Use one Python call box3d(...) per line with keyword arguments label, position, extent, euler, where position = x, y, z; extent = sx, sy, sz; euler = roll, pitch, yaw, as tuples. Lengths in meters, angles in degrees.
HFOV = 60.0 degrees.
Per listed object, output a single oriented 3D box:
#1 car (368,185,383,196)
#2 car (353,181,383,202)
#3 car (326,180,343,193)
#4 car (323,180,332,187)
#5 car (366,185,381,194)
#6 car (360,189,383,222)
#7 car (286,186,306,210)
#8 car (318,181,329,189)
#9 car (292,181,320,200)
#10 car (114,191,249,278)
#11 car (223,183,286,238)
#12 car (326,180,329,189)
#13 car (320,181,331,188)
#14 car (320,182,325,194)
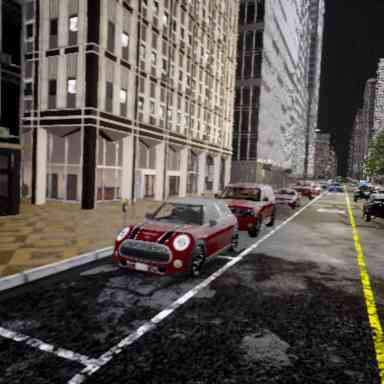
box3d(label="car", position=(28.558, -0.312, 51.532), extent=(1.887, 1.381, 4.507), euler=(4, 4, 24))
box3d(label="car", position=(17.424, 0.109, 33.359), extent=(2.097, 1.767, 4.553), euler=(4, 4, 25))
box3d(label="car", position=(22.877, -0.685, 52.765), extent=(1.882, 1.535, 5.008), euler=(4, 4, 24))
box3d(label="car", position=(35.028, -2.213, 85.965), extent=(1.967, 1.590, 4.097), euler=(5, 4, 24))
box3d(label="car", position=(30.903, -0.486, 56.695), extent=(1.802, 1.307, 4.206), euler=(5, 4, 24))
box3d(label="car", position=(10.685, 0.849, 18.575), extent=(1.837, 1.490, 4.892), euler=(4, 4, 25))
box3d(label="car", position=(6.863, 0.451, 24.012), extent=(1.802, 1.307, 4.206), euler=(4, 4, 24))
box3d(label="car", position=(27.983, -1.463, 70.482), extent=(1.887, 1.381, 4.507), euler=(5, 4, 24))
box3d(label="car", position=(11.570, -0.225, 34.324), extent=(2.192, 1.841, 5.009), euler=(4, 4, 24))
box3d(label="car", position=(-0.167, 0.916, 8.512), extent=(1.967, 1.590, 4.097), euler=(4, 4, 24))
box3d(label="car", position=(2.185, 0.590, 13.668), extent=(2.192, 1.841, 5.009), euler=(4, 4, 24))
box3d(label="car", position=(25.635, -1.230, 65.321), extent=(1.947, 1.339, 4.313), euler=(5, 4, 24))
box3d(label="car", position=(30.330, -1.671, 75.648), extent=(2.008, 1.369, 4.403), euler=(5, 4, 24))
box3d(label="car", position=(16.256, -0.515, 44.659), extent=(1.967, 1.590, 4.097), euler=(4, 4, 24))
